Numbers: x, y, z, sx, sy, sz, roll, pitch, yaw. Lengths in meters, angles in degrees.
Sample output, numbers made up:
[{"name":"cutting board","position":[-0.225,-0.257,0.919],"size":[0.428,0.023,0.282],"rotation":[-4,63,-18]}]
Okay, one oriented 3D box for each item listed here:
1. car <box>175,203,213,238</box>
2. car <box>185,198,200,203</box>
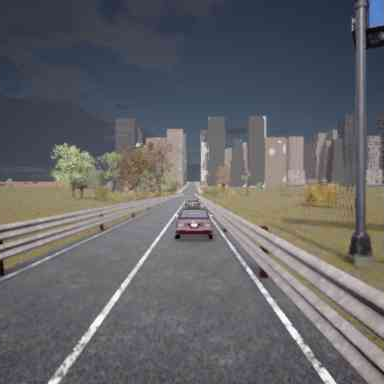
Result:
[{"name":"car","position":[0.099,1.530,17.457],"size":[2.033,1.411,5.357],"rotation":[0,0,0]},{"name":"car","position":[0.097,1.451,42.765],"size":[2.128,1.511,4.902],"rotation":[0,0,0]}]
